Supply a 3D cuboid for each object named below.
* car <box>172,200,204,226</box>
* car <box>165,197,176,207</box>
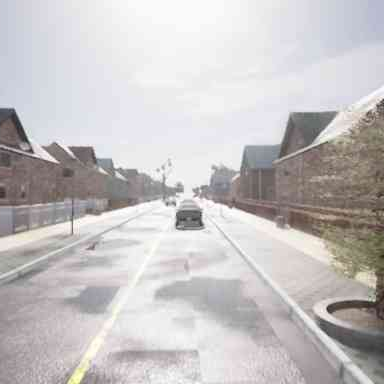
[{"bbox_3d":[-0.204,1.534,23.662,1.837,1.490,4.892,0,-1,0],"label":"car"},{"bbox_3d":[-3.480,1.620,55.765,2.128,1.511,4.902,0,0,-1],"label":"car"}]
